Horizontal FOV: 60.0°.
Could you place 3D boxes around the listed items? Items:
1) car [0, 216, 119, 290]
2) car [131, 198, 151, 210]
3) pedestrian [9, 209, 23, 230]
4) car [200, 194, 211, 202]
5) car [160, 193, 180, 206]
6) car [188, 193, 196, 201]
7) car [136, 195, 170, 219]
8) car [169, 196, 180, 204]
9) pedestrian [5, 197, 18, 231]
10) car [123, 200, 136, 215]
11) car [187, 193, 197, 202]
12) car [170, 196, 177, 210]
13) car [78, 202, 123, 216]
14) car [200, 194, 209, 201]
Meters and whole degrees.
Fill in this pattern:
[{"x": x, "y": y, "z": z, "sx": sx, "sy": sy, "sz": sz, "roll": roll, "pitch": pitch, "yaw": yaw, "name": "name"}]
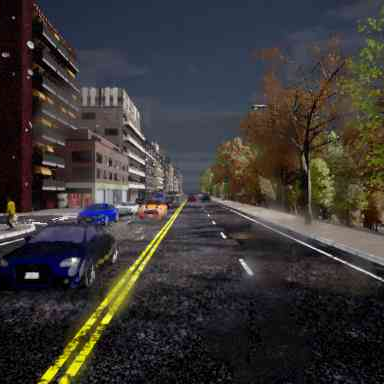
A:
[{"x": -3.354, "y": 1.565, "z": 8.971, "sx": 1.994, "sy": 1.385, "sz": 4.181, "roll": 0, "pitch": 0, "yaw": 0, "name": "car"}, {"x": -6.615, "y": 1.511, "z": 43.542, "sx": 1.837, "sy": 1.490, "sz": 4.892, "roll": 0, "pitch": 0, "yaw": 0, "name": "car"}, {"x": -9.746, "y": 1.523, "z": 18.396, "sx": 0.500, "sy": 1.100, "sz": 0.500, "roll": 0, "pitch": 0, "yaw": 0, "name": "pedestrian"}, {"x": 3.224, "y": 1.513, "z": 74.129, "sx": 1.837, "sy": 1.490, "sz": 4.892, "roll": 0, "pitch": 0, "yaw": 0, "name": "car"}, {"x": -3.360, "y": 1.363, "z": 51.919, "sx": 2.097, "sy": 1.767, "sz": 4.553, "roll": 0, "pitch": 0, "yaw": 0, "name": "car"}, {"x": -0.030, "y": 1.164, "z": 84.574, "sx": 2.150, "sy": 2.045, "sz": 5.566, "roll": 0, "pitch": 0, "yaw": 0, "name": "car"}, {"x": -3.369, "y": 1.397, "z": 29.581, "sx": 2.097, "sy": 1.767, "sz": 4.553, "roll": 0, "pitch": 0, "yaw": 0, "name": "car"}, {"x": -3.316, "y": 1.520, "z": 64.638, "sx": 1.837, "sy": 1.490, "sz": 4.892, "roll": 0, "pitch": 0, "yaw": 0, "name": "car"}, {"x": -9.693, "y": 1.143, "z": 17.794, "sx": 0.375, "sy": 1.860, "sz": 0.375, "roll": 0, "pitch": 0, "yaw": 0, "name": "pedestrian"}, {"x": -6.614, "y": 1.657, "z": 34.164, "sx": 1.895, "sy": 1.301, "sz": 4.718, "roll": 0, "pitch": 1, "yaw": 0, "name": "car"}, {"x": -0.026, "y": 1.491, "z": 74.127, "sx": 1.882, "sy": 1.535, "sz": 5.008, "roll": 0, "pitch": 0, "yaw": 0, "name": "car"}, {"x": -3.372, "y": 1.570, "z": 42.791, "sx": 1.994, "sy": 1.385, "sz": 4.181, "roll": 0, "pitch": 0, "yaw": 0, "name": "car"}, {"x": -6.621, "y": 1.532, "z": 23.900, "sx": 1.882, "sy": 1.535, "sz": 5.008, "roll": 0, "pitch": 0, "yaw": 0, "name": "car"}, {"x": 3.220, "y": 1.294, "z": 84.515, "sx": 2.097, "sy": 1.767, "sz": 4.553, "roll": 0, "pitch": 0, "yaw": 0, "name": "car"}]
